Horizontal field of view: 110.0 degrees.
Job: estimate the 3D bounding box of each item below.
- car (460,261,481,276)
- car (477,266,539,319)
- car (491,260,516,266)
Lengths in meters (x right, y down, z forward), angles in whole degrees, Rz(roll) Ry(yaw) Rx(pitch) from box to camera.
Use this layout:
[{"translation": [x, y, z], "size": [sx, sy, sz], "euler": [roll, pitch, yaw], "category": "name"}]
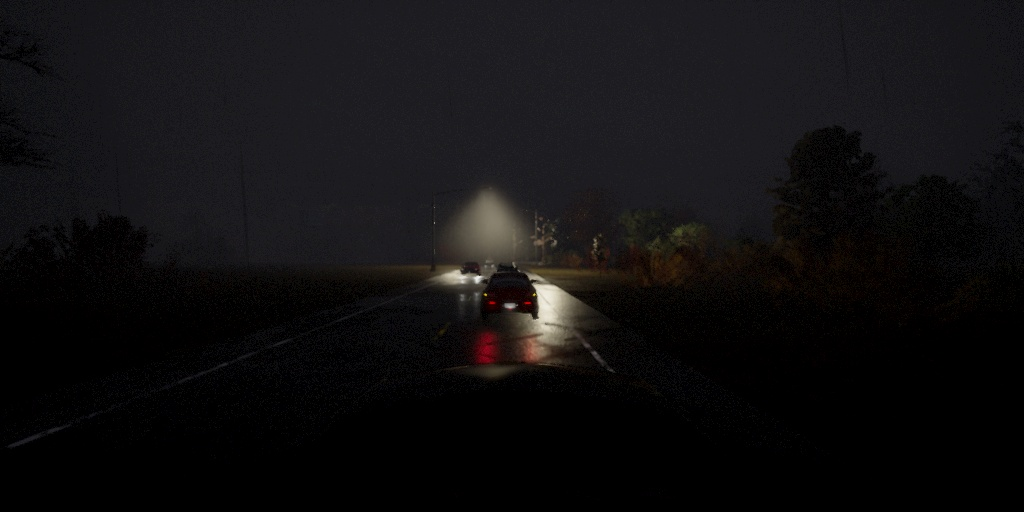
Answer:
[{"translation": [-4.231, 1.285, 37.409], "size": [1.812, 1.442, 4.674], "euler": [0, 0, -1], "category": "car"}, {"translation": [-0.086, 1.279, 12.777], "size": [1.812, 1.442, 4.674], "euler": [0, 0, -1], "category": "car"}, {"translation": [-0.418, 1.248, 31.029], "size": [2.128, 1.511, 4.902], "euler": [0, 0, -1], "category": "car"}]
